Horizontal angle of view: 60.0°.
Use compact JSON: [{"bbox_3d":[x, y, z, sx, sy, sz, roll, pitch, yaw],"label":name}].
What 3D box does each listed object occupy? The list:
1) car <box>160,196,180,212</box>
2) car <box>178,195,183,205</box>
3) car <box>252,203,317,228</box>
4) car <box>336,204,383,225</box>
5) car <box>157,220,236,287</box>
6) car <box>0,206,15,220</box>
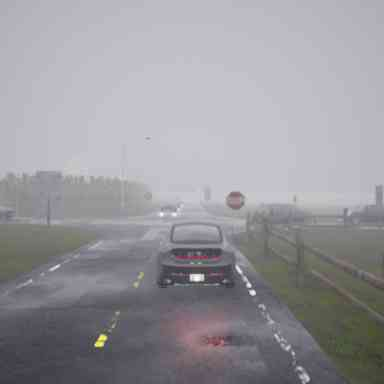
[{"bbox_3d":[-2.846,1.632,41.759,1.882,1.535,5.008,0,0,0],"label":"car"},{"bbox_3d":[-2.844,1.670,52.058,1.882,1.535,5.008,0,0,0],"label":"car"},{"bbox_3d":[6.651,1.566,23.726,4.553,1.767,2.097,1,0,-23],"label":"car"},{"bbox_3d":[14.313,1.747,27.218,4.553,1.767,2.097,1,-1,0],"label":"car"},{"bbox_3d":[0.100,1.542,9.411,1.837,1.490,4.892,0,0,0],"label":"car"},{"bbox_3d":[-15.534,1.302,24.133,5.008,1.535,1.882,1,-1,1],"label":"car"}]
